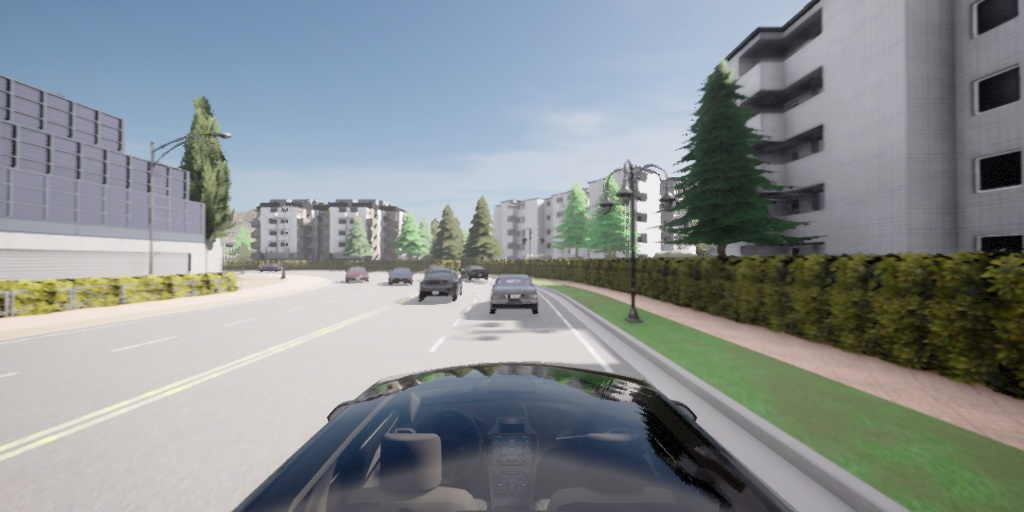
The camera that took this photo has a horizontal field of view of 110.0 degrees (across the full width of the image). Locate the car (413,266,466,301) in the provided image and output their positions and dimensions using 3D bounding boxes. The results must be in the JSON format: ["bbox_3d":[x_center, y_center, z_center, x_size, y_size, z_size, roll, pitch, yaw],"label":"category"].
[{"bbox_3d":[-3.658,1.472,18.827,1.837,1.490,4.892,0,-1,-4],"label":"car"}]

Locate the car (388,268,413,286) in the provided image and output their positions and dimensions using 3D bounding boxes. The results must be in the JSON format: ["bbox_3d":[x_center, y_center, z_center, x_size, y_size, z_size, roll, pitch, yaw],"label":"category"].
[{"bbox_3d":[-9.018,1.652,29.312,2.033,1.411,5.357,0,-1,-17],"label":"car"}]

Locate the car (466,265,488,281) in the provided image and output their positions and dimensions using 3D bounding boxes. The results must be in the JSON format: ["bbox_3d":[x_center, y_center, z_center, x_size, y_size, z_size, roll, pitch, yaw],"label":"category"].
[{"bbox_3d":[-3.849,1.655,35.682,1.882,1.535,5.008,0,-1,-21],"label":"car"}]

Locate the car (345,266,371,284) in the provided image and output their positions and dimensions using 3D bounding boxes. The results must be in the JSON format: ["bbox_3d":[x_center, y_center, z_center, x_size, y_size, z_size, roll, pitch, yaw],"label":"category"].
[{"bbox_3d":[-13.884,1.674,32.264,1.812,1.442,4.674,0,-1,-24],"label":"car"}]

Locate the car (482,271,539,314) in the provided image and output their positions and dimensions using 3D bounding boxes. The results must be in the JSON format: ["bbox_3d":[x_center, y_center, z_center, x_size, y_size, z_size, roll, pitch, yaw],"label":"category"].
[{"bbox_3d":[0.051,1.459,14.729,2.033,1.411,5.357,0,-1,-1],"label":"car"}]
